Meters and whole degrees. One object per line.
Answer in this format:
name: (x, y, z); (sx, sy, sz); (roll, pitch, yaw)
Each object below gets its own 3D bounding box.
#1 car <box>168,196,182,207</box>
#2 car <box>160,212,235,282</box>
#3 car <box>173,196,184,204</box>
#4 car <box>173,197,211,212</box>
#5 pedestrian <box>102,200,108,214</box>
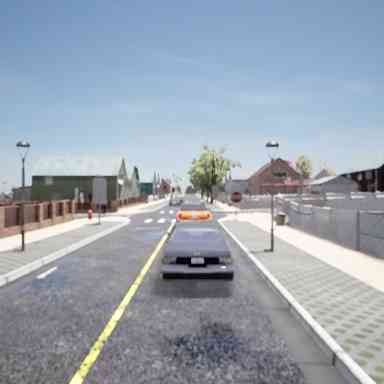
car: (-2.754, 1.529, 53.317); (2.128, 1.511, 4.902); (0, 0, 0)
car: (0.116, 1.558, 9.805); (2.033, 1.411, 5.357); (0, 0, 0)
car: (-2.657, 1.585, 68.330); (2.033, 1.411, 5.357); (0, 0, 0)
car: (0.085, 1.372, 20.301); (2.097, 1.767, 4.553); (0, 0, -1)
pedestrian: (-9.641, 1.488, 36.537); (0.375, 1.860, 0.375); (0, 0, 0)
